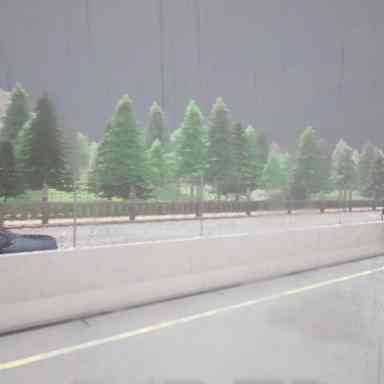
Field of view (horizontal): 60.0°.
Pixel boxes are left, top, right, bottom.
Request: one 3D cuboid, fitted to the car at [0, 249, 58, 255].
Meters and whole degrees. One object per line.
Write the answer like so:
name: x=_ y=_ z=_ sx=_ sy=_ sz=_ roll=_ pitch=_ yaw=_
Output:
car: x=-6.115 y=1.545 z=8.229 sx=5.357 sy=1.411 sz=2.033 roll=1 pitch=0 yaw=-36
